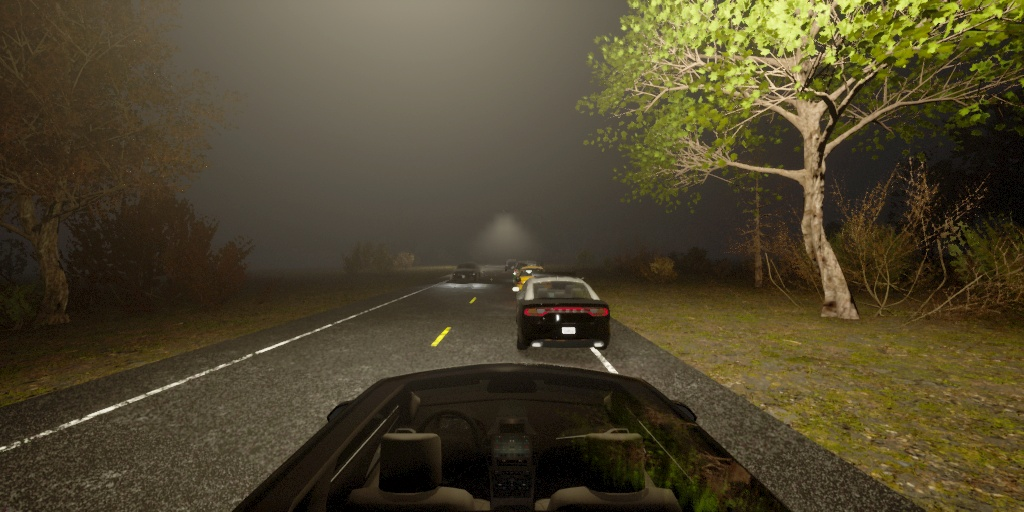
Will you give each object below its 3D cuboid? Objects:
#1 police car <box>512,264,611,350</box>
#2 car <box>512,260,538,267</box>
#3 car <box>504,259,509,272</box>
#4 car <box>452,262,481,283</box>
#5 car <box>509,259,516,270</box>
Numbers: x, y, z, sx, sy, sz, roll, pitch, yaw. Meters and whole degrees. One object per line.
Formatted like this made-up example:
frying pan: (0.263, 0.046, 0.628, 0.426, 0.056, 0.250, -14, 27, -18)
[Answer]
police car: (1.049, 1.177, 9.222, 1.930, 1.638, 5.238, 0, 0, 0)
car: (1.046, 1.210, 19.305, 1.801, 1.575, 5.366, 0, 0, 0)
car: (0.018, 1.284, 47.371, 1.812, 1.442, 4.674, 0, 0, 1)
car: (-3.505, 1.260, 28.248, 1.837, 1.490, 4.892, 0, 0, 0)
car: (1.044, 1.106, 25.084, 2.097, 1.767, 4.553, 0, 0, 0)
